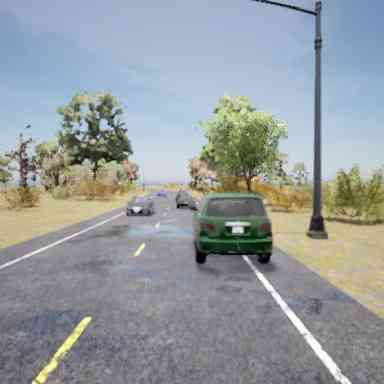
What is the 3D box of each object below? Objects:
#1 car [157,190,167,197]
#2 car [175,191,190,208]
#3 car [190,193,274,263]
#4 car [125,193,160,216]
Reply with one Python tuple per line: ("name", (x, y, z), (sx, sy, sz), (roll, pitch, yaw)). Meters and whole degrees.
("car", (-6.051, 0.244, 67.399), (1.882, 1.535, 5.008), (0, 1, -4))
("car", (-0.659, 0.938, 35.405), (1.994, 1.385, 4.181), (0, 1, -2))
("car", (1.148, 1.027, 11.254), (2.150, 2.045, 5.566), (0, 1, -1))
("car", (-4.002, 1.036, 26.153), (2.128, 1.511, 4.902), (0, 1, -2))
